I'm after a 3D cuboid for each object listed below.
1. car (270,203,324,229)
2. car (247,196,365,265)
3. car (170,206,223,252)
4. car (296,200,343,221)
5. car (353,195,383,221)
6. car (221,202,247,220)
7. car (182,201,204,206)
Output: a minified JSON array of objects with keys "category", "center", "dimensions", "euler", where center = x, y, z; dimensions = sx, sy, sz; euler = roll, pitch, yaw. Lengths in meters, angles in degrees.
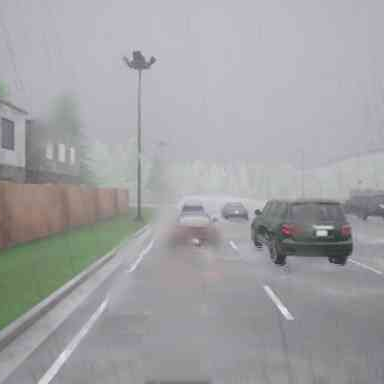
[{"category":"car","center":[7.083,1.563,23.057],"dimensions":[2.033,1.411,5.357],"euler":[0,0,0]},{"category":"car","center":[3.592,1.229,11.868],"dimensions":[2.150,2.045,5.566],"euler":[0,0,0]},{"category":"car","center":[0.093,1.534,13.775],"dimensions":[1.812,1.442,4.674],"euler":[0,0,0]},{"category":"car","center":[10.589,1.509,28.143],"dimensions":[2.128,1.511,4.902],"euler":[0,0,0]},{"category":"car","center":[14.091,1.240,27.153],"dimensions":[2.150,2.045,5.566],"euler":[0,0,0]},{"category":"car","center":[3.590,1.582,28.620],"dimensions":[1.994,1.385,4.181],"euler":[0,0,0]},{"category":"car","center":[0.092,1.496,29.694],"dimensions":[1.882,1.535,5.008],"euler":[0,0,0]}]
